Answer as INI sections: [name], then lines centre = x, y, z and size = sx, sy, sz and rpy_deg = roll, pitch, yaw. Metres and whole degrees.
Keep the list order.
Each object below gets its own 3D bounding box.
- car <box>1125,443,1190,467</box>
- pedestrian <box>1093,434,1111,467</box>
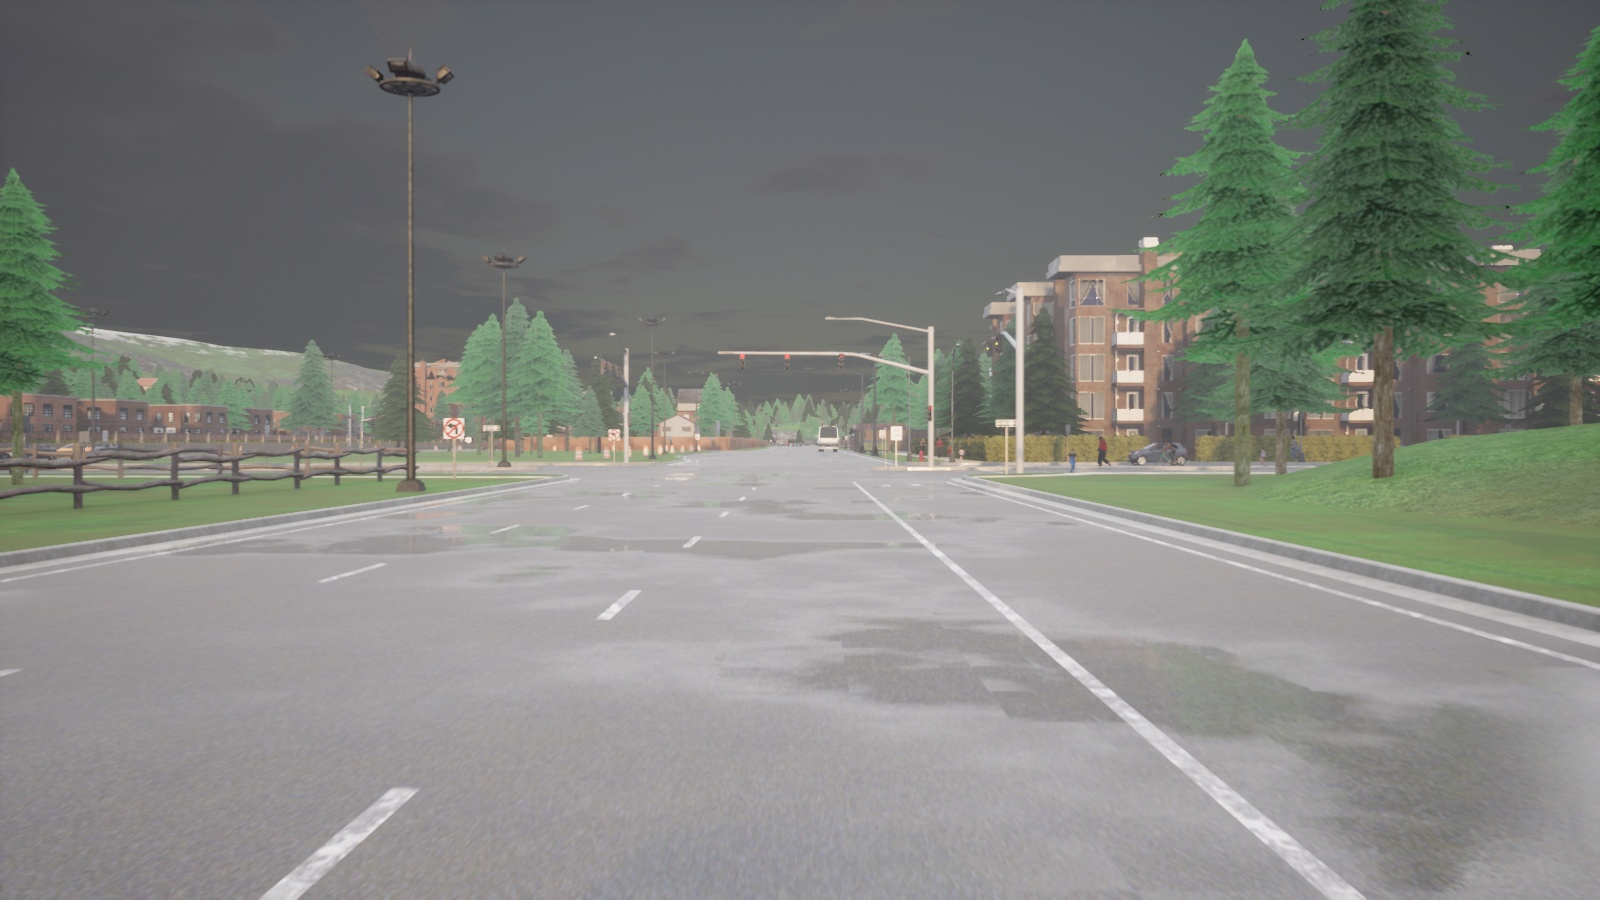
[car]
centre = 22.943, 0.325, 80.613
size = 3.633, 1.501, 1.845
rpy_deg = 0, 0, 0
[pedestrian]
centre = 17.001, 0.036, 70.664
size = 0.899, 1.844, 0.634
rpy_deg = 0, 0, 4
